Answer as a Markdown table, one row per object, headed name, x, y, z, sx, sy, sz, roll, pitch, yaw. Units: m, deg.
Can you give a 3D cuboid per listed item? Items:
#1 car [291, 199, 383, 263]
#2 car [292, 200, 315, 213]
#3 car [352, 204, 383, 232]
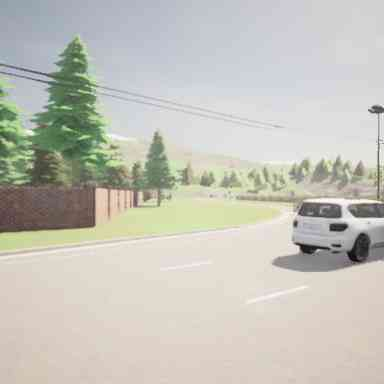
| name | x | y | z | sx | sy | sz | roll | pitch | yaw |
| --- | --- | --- | --- | --- | --- | --- | --- | --- | --- |
| car | 6.080 | 1.274 | 12.409 | 5.566 | 2.045 | 2.150 | 0 | 0 | -36 |
| car | 13.686 | 1.721 | 41.100 | 1.994 | 1.385 | 4.181 | 0 | 0 | 9 |
| car | 12.602 | 1.592 | 21.385 | 4.902 | 1.511 | 2.128 | 0 | 0 | -36 |
